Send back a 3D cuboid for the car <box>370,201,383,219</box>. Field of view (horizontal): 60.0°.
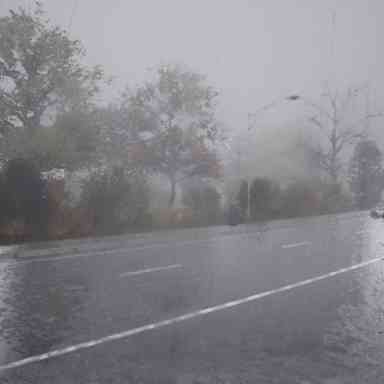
[{"bbox_3d":[16.917,1.524,28.529,4.902,1.511,2.128,0,0,-45],"label":"car"}]
